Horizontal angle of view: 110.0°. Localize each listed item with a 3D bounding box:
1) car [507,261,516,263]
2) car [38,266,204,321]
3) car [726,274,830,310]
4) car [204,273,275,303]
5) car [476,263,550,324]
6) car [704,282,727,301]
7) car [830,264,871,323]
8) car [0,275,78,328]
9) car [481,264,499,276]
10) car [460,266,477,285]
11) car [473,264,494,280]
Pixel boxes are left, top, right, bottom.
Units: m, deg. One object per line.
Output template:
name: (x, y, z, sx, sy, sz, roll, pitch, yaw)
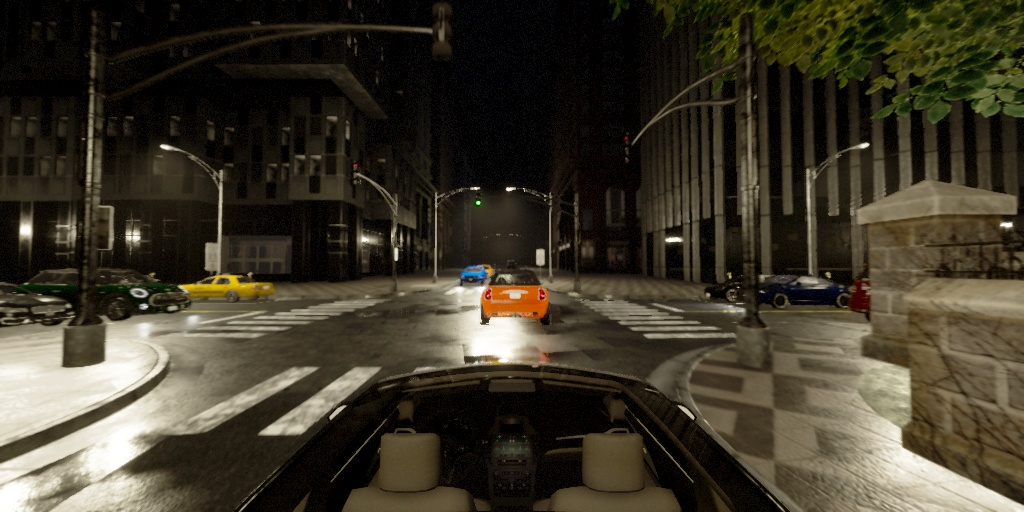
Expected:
car: (-0.034, 2.036, 60.671, 1.837, 1.490, 4.892, 0, -1, 0)
car: (-13.887, 1.211, 12.352, 4.553, 1.767, 2.097, 0, -2, 0)
car: (12.025, 1.503, 15.404, 4.181, 1.385, 1.994, 0, -2, 0)
car: (-14.779, 1.571, 18.190, 4.829, 1.417, 1.751, 0, 0, 0)
car: (0.091, 1.231, 12.640, 2.097, 1.767, 4.553, 0, -1, 0)
car: (12.055, 1.589, 18.057, 4.313, 1.339, 1.948, 0, 0, 0)
car: (12.022, 1.067, 9.536, 5.009, 1.841, 2.192, 0, 0, 0)
car: (-14.642, 1.325, 9.668, 4.403, 1.370, 2.007, 0, 0, 0)
car: (-3.027, 1.863, 49.808, 2.128, 1.511, 4.902, 0, -1, 0)
car: (-3.107, 1.580, 29.931, 1.882, 1.535, 5.008, 0, -1, 1)
car: (-3.099, 1.705, 39.378, 1.882, 1.535, 5.008, 0, -1, 0)
